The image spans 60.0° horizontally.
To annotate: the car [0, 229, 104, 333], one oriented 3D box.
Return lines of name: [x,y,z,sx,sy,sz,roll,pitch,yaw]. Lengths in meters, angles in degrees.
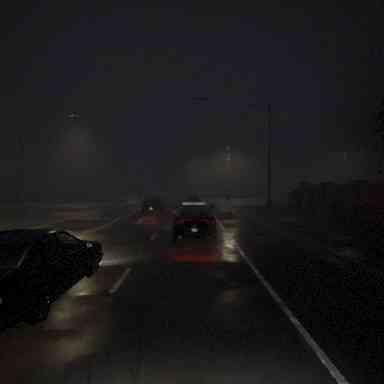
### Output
car: [-3.402,1.496,6.937,2.033,1.411,5.357,0,1,0]

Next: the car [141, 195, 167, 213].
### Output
car: [-3.406,1.051,30.143,1.837,1.490,4.892,0,2,0]

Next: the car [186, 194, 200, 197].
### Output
car: [0.099,0.922,35.518,2.128,1.511,4.902,0,1,0]

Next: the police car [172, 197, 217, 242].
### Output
police car: [0.097,1.258,15.717,1.930,1.638,5.238,0,1,0]
